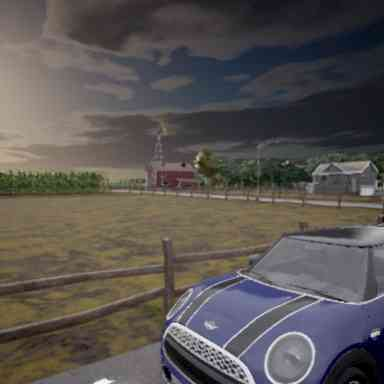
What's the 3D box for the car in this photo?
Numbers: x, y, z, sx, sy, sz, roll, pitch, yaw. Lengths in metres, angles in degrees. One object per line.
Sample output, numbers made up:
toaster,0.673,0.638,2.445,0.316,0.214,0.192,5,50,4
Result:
car,1.848,1.303,4.374,4.553,1.767,2.097,-1,1,-35
